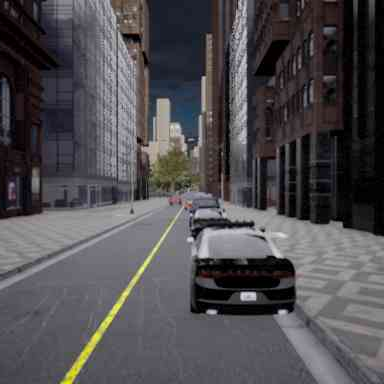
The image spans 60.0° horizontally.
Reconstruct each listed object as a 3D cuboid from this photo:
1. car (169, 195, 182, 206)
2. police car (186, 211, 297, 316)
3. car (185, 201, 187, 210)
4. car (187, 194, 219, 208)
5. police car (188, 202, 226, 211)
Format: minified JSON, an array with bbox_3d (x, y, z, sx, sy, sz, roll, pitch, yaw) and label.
[{"bbox_3d":[-2.985,1.593,61.673,2.150,2.045,5.566,0,0,0],"label":"car"},{"bbox_3d":[0.904,1.479,7.900,1.930,1.638,5.238,0,0,0],"label":"police car"},{"bbox_3d":[0.061,1.653,48.130,2.097,1.767,4.553,0,0,0],"label":"car"},{"bbox_3d":[0.907,1.382,23.821,2.150,2.045,5.566,0,0,0],"label":"car"},{"bbox_3d":[0.905,1.545,17.900,1.930,1.638,5.238,0,0,0],"label":"police car"}]
